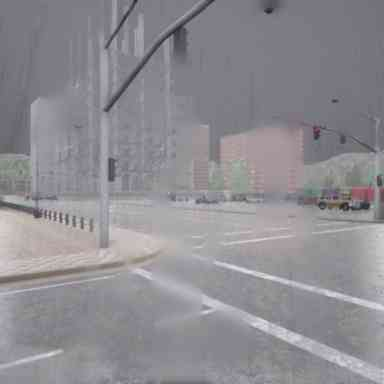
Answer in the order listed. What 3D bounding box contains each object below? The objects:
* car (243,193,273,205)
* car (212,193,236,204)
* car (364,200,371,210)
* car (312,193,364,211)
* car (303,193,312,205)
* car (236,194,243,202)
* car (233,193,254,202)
[{"bbox_3d":[10.875,1.378,54.958,1.970,1.475,3.806,0,0,-35],"label":"car"},{"bbox_3d":[6.847,1.376,70.614,1.970,1.475,3.806,0,0,-35],"label":"car"},{"bbox_3d":[18.770,1.140,39.144,1.905,1.878,3.866,0,0,-35],"label":"car"},{"bbox_3d":[16.377,1.138,37.514,1.932,1.855,4.605,0,0,-35],"label":"car"},{"bbox_3d":[24.608,1.129,64.804,1.932,1.855,4.605,0,0,-35],"label":"car"},{"bbox_3d":[9.209,1.343,72.288,1.784,1.438,3.905,0,0,-35],"label":"car"},{"bbox_3d":[11.369,1.131,73.881,1.932,1.855,4.605,0,0,-35],"label":"car"}]
